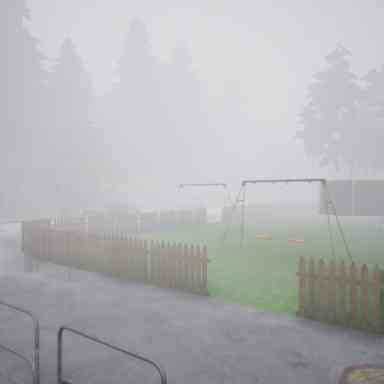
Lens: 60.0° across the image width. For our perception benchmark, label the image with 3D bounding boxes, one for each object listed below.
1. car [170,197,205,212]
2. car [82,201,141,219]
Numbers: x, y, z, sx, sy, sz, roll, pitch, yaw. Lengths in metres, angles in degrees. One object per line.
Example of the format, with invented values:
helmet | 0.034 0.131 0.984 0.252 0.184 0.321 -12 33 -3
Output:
car | -0.456 1.339 38.097 2.097 1.767 4.553 0 0 36
car | -6.895 1.533 29.062 2.033 1.411 5.357 0 0 35
